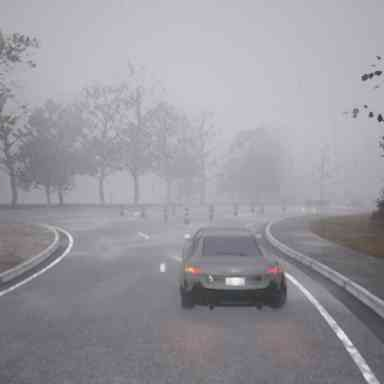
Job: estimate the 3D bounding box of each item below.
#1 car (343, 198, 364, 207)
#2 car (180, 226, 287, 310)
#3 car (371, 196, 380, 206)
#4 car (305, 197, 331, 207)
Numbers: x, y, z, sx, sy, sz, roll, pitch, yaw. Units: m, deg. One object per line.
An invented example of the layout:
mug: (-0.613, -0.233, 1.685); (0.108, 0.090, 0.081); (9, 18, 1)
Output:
car: (26.963, 1.712, 55.624); (4.902, 1.511, 2.128); (2, -1, -42)
car: (0.751, 1.473, 7.699); (1.994, 1.385, 4.181); (0, 1, 0)
car: (36.912, 1.789, 64.669); (5.566, 2.045, 2.150); (2, -1, -43)
car: (18.029, 1.390, 47.589); (5.008, 1.535, 1.882); (2, -1, -42)
